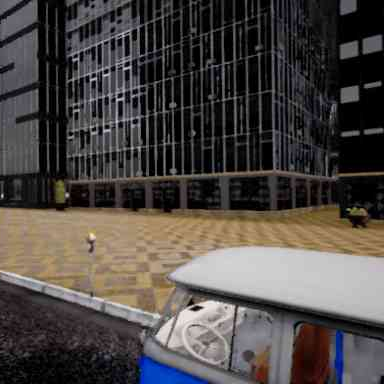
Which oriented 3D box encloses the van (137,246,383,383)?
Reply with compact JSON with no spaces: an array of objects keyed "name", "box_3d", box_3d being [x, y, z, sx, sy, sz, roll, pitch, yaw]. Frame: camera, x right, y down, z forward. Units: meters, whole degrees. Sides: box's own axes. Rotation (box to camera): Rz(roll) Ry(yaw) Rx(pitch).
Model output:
[{"name":"van","box_3d":[1.431,1.342,1.871,3.998,1.788,1.690,0,-1,36]}]
